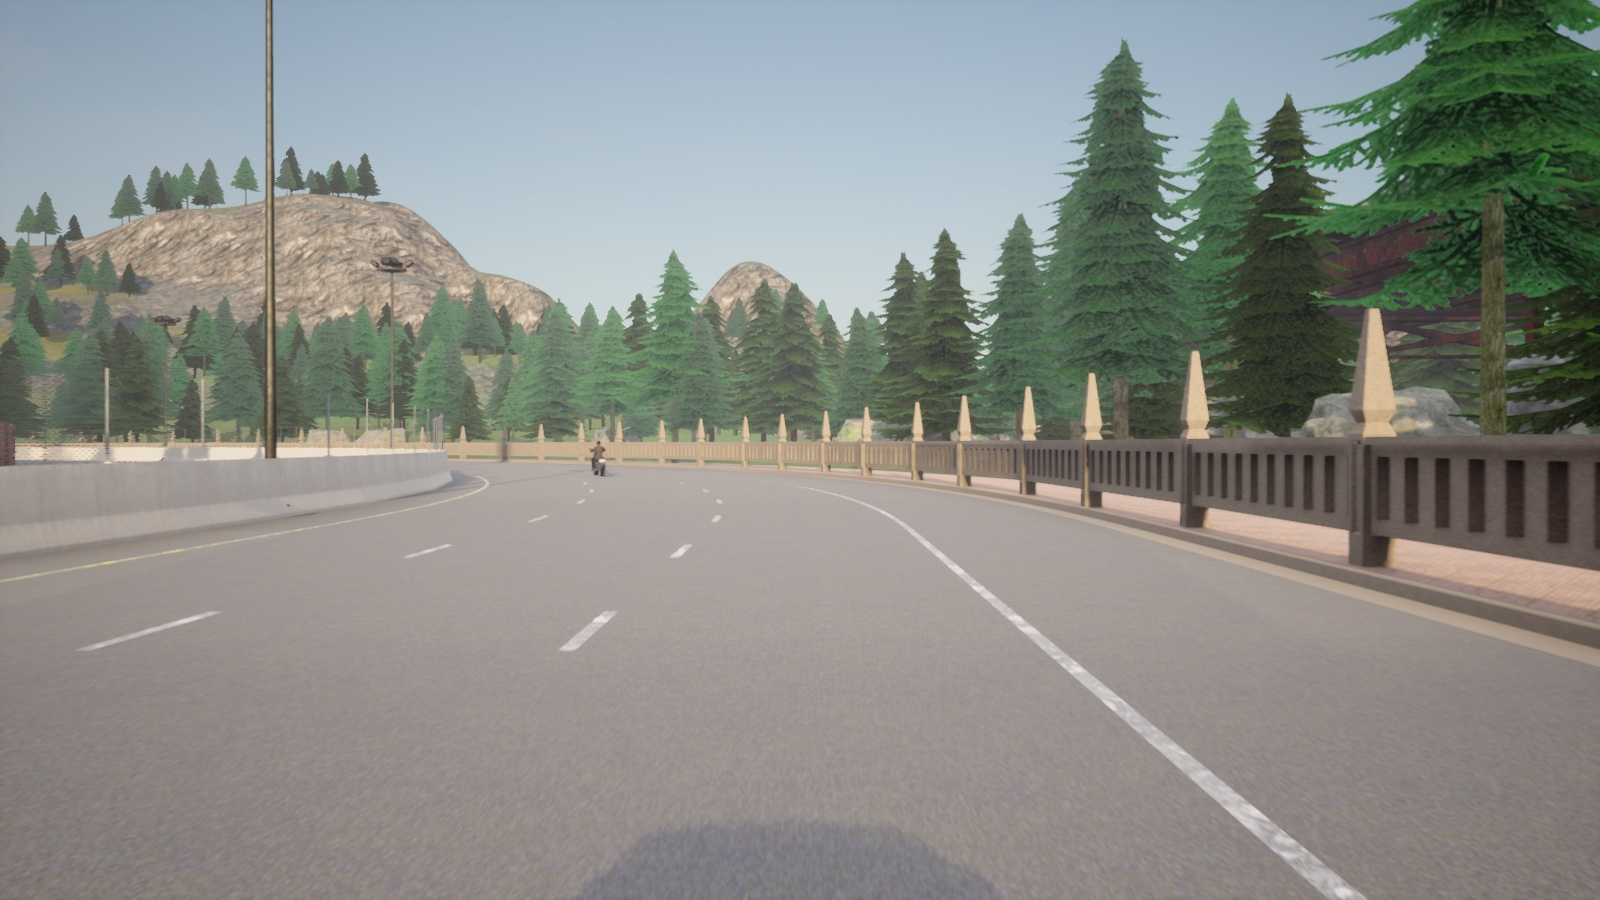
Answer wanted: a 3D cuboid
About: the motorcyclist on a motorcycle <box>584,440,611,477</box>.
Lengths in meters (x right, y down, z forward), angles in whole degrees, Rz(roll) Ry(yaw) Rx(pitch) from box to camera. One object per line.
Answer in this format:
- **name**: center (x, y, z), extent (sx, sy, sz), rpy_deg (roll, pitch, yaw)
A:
- **motorcyclist on a motorcycle**: center (-9.196, 0.368, 56.961), extent (0.766, 1.649, 2.350), rpy_deg (-1, 1, -19)
